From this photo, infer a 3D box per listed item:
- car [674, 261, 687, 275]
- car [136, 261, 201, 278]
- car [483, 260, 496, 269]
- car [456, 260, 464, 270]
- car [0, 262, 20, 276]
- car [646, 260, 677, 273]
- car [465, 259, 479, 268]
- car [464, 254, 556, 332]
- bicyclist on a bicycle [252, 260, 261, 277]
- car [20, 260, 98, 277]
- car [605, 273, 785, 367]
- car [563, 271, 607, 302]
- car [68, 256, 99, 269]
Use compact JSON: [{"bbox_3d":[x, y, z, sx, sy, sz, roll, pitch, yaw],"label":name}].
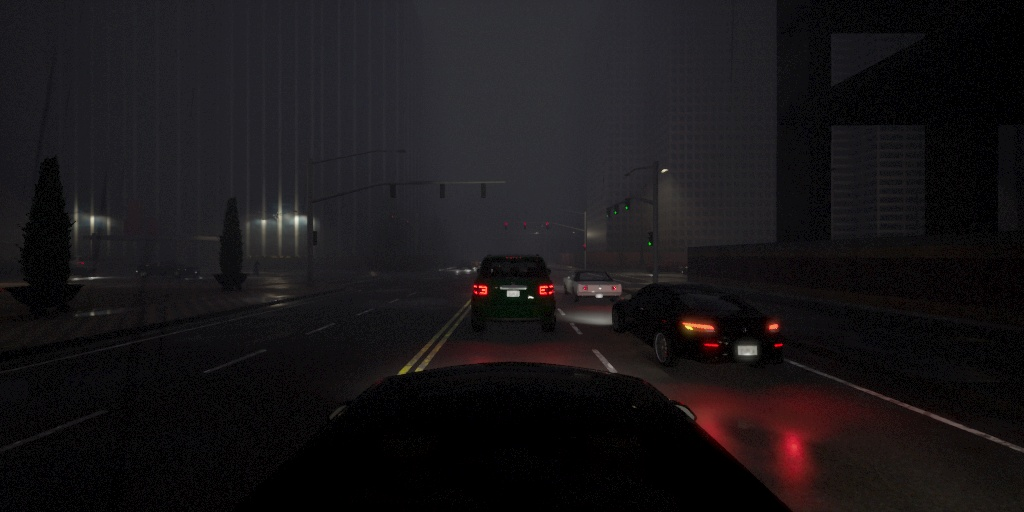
[{"bbox_3d":[19.877,1.351,37.168,4.718,1.301,1.895,0,0,1],"label":"car"},{"bbox_3d":[-31.586,1.241,33.034,4.902,1.511,2.128,0,0,0],"label":"car"},{"bbox_3d":[-3.549,1.351,57.510,1.895,1.301,4.718,0,0,0],"label":"car"},{"bbox_3d":[-7.059,1.275,53.730,1.812,1.442,4.674,0,0,0],"label":"car"},{"bbox_3d":[-50.679,1.314,36.566,4.181,1.385,1.994,0,0,3],"label":"car"},{"bbox_3d":[17.808,1.227,40.681,5.008,1.535,1.882,0,0,0],"label":"car"},{"bbox_3d":[-7.025,1.227,63.065,1.882,1.535,5.008,0,0,0],"label":"car"},{"bbox_3d":[0.057,0.971,11.013,2.150,2.045,5.566,0,0,1],"label":"car"},{"bbox_3d":[-24.645,1.203,34.554,0.582,1.620,1.656,0,0,-13],"label":"bicyclist on a bicycle"},{"bbox_3d":[-41.554,1.314,32.987,4.181,1.385,1.994,0,0,0],"label":"car"},{"bbox_3d":[3.589,1.276,7.770,1.812,1.442,4.674,0,0,0],"label":"car"},{"bbox_3d":[3.593,1.351,16.932,1.895,1.301,4.718,0,0,0],"label":"car"},{"bbox_3d":[-49.785,0.972,40.115,5.566,2.045,2.150,0,0,0],"label":"car"}]
